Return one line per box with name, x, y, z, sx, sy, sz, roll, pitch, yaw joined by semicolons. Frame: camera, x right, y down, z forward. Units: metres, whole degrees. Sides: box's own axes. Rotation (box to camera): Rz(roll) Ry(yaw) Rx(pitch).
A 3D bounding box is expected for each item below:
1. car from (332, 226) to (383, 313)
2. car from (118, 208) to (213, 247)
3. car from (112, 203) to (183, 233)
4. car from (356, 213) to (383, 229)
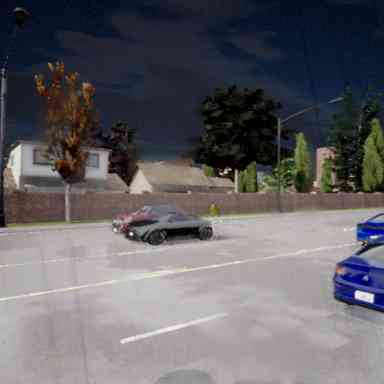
car;4.740;1.565;6.787;4.674;1.442;1.812;0;0;-34
car;-1.026;1.670;15.808;4.181;1.385;1.994;0;0;-34
car;-2.272;1.481;19.196;4.553;1.767;2.097;0;0;-34
car;8.841;1.557;13.838;5.008;1.535;1.882;0;0;-34
